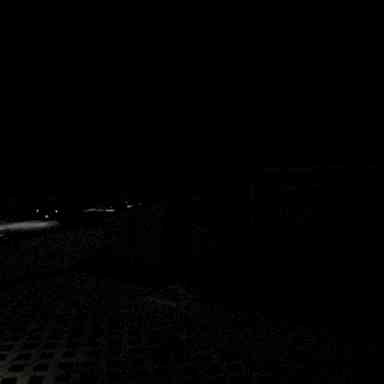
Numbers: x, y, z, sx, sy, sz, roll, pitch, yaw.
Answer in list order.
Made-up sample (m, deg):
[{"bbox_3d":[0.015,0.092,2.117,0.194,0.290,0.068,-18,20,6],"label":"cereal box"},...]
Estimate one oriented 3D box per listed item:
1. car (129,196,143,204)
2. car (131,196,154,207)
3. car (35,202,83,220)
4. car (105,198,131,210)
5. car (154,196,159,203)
[{"bbox_3d":[-9.874,1.471,59.102,1.895,1.301,4.718,0,0,-3],"label":"car"},{"bbox_3d":[-6.790,1.518,45.088,1.994,1.385,4.181,1,0,0],"label":"car"},{"bbox_3d":[-10.488,1.493,26.572,1.895,1.301,4.718,1,0,4],"label":"car"},{"bbox_3d":[-9.735,1.473,43.026,2.033,1.411,5.357,0,0,1],"label":"car"},{"bbox_3d":[-7.331,1.535,63.293,2.033,1.411,5.357,0,0,-3],"label":"car"}]
